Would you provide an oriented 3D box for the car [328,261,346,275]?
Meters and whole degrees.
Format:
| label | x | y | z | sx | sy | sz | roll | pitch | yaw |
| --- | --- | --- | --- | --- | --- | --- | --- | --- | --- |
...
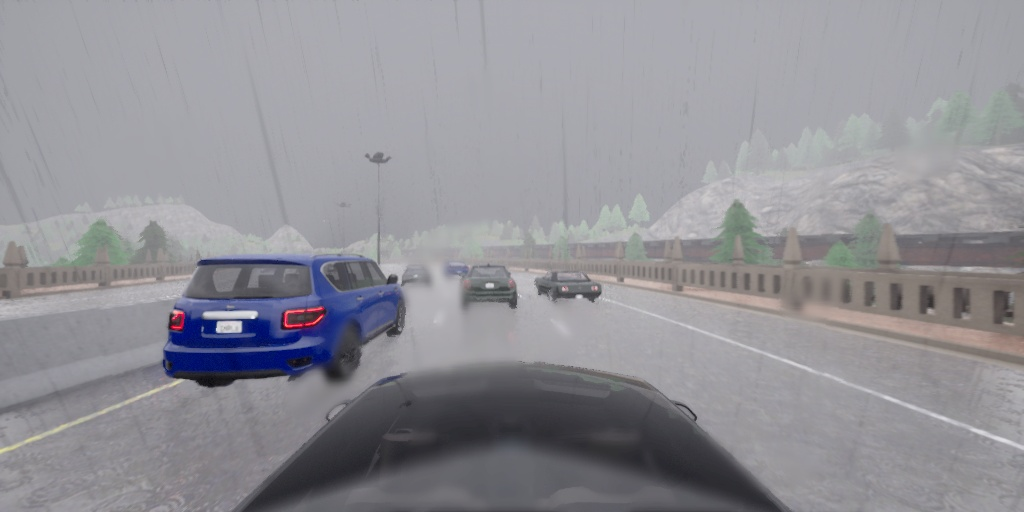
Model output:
| label | x | y | z | sx | sy | sz | roll | pitch | yaw |
| --- | --- | --- | --- | --- | --- | --- | --- | --- | --- |
| car | -20.915 | 1.343 | 42.790 | 1.837 | 1.490 | 4.892 | 0 | 0 | -27 |

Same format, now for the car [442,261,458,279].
| label | x | y | z | sx | sy | sz | roll | pitch | yaw |
| --- | --- | --- | --- | --- | --- | --- | --- | --- | --- |
| car | -5.184 | 1.205 | 32.708 | 1.882 | 1.535 | 5.008 | 0 | 0 | -18 |

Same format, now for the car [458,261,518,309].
| label | x | y | z | sx | sy | sz | roll | pitch | yaw |
| --- | --- | --- | --- | --- | --- | --- | --- | --- | --- |
| car | -1.063 | 1.085 | 15.018 | 2.097 | 1.767 | 4.553 | 0 | 0 | -7 |

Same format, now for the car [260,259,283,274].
| label | x | y | z | sx | sy | sz | roll | pitch | yaw |
| --- | --- | --- | --- | --- | --- | --- | --- | --- | --- |
| car | -30.061 | 1.280 | 44.892 | 2.097 | 1.767 | 4.553 | -1 | 0 | -31 |

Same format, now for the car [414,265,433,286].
| label | x | y | z | sx | sy | sz | roll | pitch | yaw |
| --- | --- | --- | --- | --- | --- | --- | --- | --- | --- |
| car | -6.543 | 1.315 | 24.854 | 1.994 | 1.385 | 4.181 | 0 | 0 | -14 |

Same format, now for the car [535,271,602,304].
| label | x | y | z | sx | sy | sz | roll | pitch | yaw |
| --- | --- | --- | --- | --- | --- | --- | --- | --- | --- |
| car | 2.332 | 1.312 | 16.296 | 1.895 | 1.301 | 4.718 | 0 | 0 | -8 |

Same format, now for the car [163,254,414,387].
| label | x | y | z | sx | sy | sz | roll | pitch | yaw |
| --- | --- | --- | --- | --- | --- | --- | --- | --- | --- |
| car | -3.715 | 0.981 | 7.174 | 2.150 | 2.045 | 5.566 | 0 | 0 | -4 |

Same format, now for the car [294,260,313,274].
| label | x | y | z | sx | sy | sz | roll | pitch | yaw |
| --- | --- | --- | --- | --- | --- | --- | --- | --- | --- |
| car | -25.732 | 1.361 | 44.397 | 1.882 | 1.535 | 5.008 | -1 | 0 | -29 |
